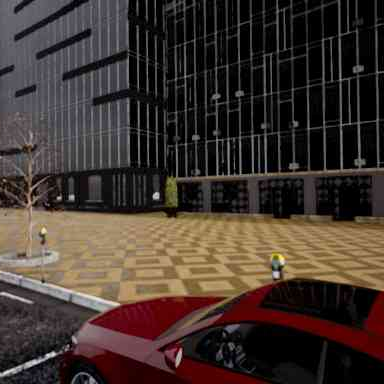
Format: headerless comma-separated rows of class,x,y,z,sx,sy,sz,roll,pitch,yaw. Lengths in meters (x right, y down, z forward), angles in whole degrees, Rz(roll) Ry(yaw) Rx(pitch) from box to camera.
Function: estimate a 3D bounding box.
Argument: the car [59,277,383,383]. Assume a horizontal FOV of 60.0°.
car,0.834,1.526,2.841,4.674,1.442,1.812,0,0,35
